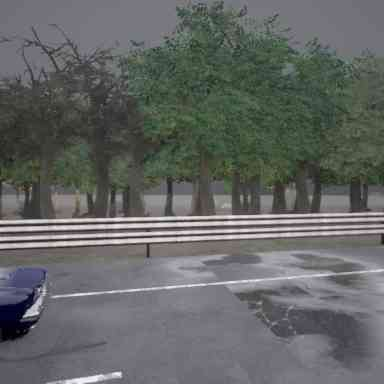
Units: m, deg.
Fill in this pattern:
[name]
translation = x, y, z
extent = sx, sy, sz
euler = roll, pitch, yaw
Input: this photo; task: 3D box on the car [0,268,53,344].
[car]
translation = -4.554, 1.600, 4.716
extent = 4.718, 1.301, 1.895
euler = 0, 0, -16
